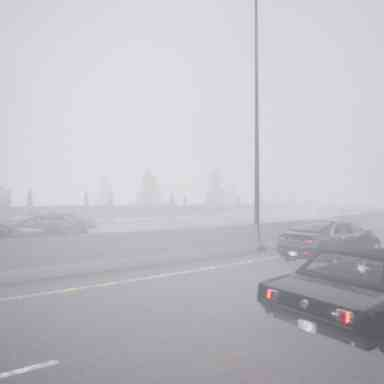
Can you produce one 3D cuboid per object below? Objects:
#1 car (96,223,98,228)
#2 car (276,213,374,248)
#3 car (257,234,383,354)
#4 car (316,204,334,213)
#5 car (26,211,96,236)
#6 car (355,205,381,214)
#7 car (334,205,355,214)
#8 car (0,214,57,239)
[{"bbox_3d":[-8.312,1.800,19.419,5.357,1.411,2.033,1,-1,-36],"label":"car"},{"bbox_3d":[5.014,1.713,11.945,4.892,1.490,1.837,1,-1,-40],"label":"car"},{"bbox_3d":[3.470,1.713,6.219,4.718,1.301,1.895,1,-1,-37],"label":"car"},{"bbox_3d":[20.696,2.491,50.924,2.033,1.411,5.357,-1,-1,39],"label":"car"},{"bbox_3d":[-7.475,1.692,15.813,4.902,1.511,2.128,1,-1,-36],"label":"car"},{"bbox_3d":[22.274,2.350,41.647,1.994,1.385,4.181,-1,-1,38],"label":"car"},{"bbox_3d":[22.086,2.481,47.048,1.895,1.301,4.718,-1,-1,38],"label":"car"},{"bbox_3d":[-7.748,1.675,11.328,5.357,1.411,2.033,1,-1,-33],"label":"car"}]
